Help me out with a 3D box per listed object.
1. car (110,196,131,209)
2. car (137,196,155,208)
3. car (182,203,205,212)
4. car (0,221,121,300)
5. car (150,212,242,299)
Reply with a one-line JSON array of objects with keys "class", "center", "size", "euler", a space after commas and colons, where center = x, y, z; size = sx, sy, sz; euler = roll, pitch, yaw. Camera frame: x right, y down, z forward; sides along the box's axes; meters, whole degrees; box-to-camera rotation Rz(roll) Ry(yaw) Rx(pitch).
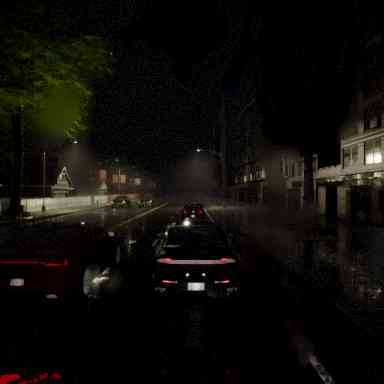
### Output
[{"class": "car", "center": [-9.803, 1.328, 45.839], "size": [2.097, 1.767, 4.553], "euler": [0, 0, 1]}, {"class": "car", "center": [-6.530, 1.324, 47.985], "size": [2.097, 1.767, 4.553], "euler": [0, 0, 0]}, {"class": "car", "center": [0.088, 1.596, 28.381], "size": [1.895, 1.301, 4.718], "euler": [0, 0, 0]}, {"class": "car", "center": [-3.154, 1.477, 8.473], "size": [1.882, 1.535, 5.008], "euler": [0, 0, 0]}, {"class": "car", "center": [0.091, 1.491, 8.432], "size": [2.128, 1.511, 4.902], "euler": [0, 0, 0]}]
